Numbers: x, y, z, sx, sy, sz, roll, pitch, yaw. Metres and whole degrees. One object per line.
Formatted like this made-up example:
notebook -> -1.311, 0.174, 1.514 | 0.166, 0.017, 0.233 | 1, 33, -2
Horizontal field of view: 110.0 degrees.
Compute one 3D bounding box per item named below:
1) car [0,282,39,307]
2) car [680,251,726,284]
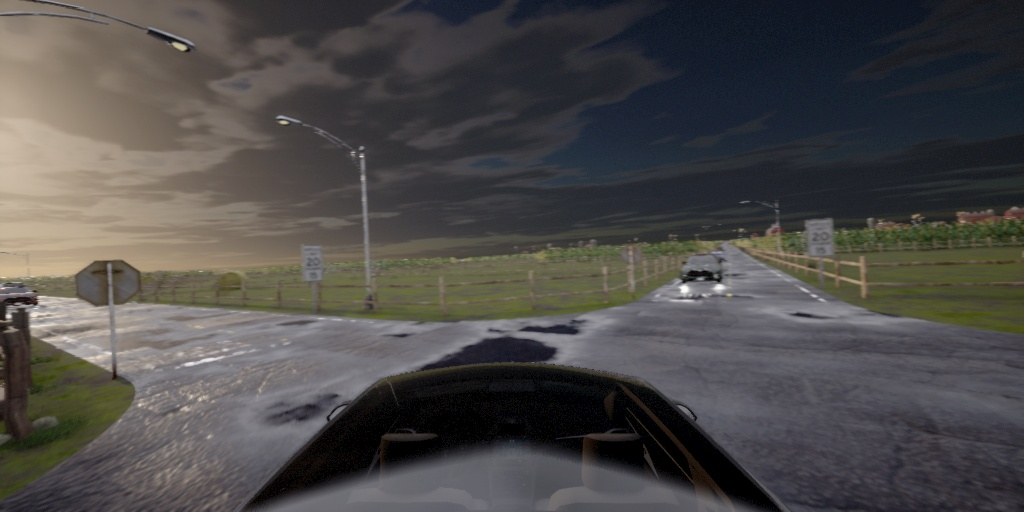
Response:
car -> -41.143, 3.327, 29.631 | 4.553, 1.767, 2.097 | -3, 0, 31
car -> 11.565, 0.656, 21.805 | 2.097, 1.767, 4.553 | -3, -1, 31
